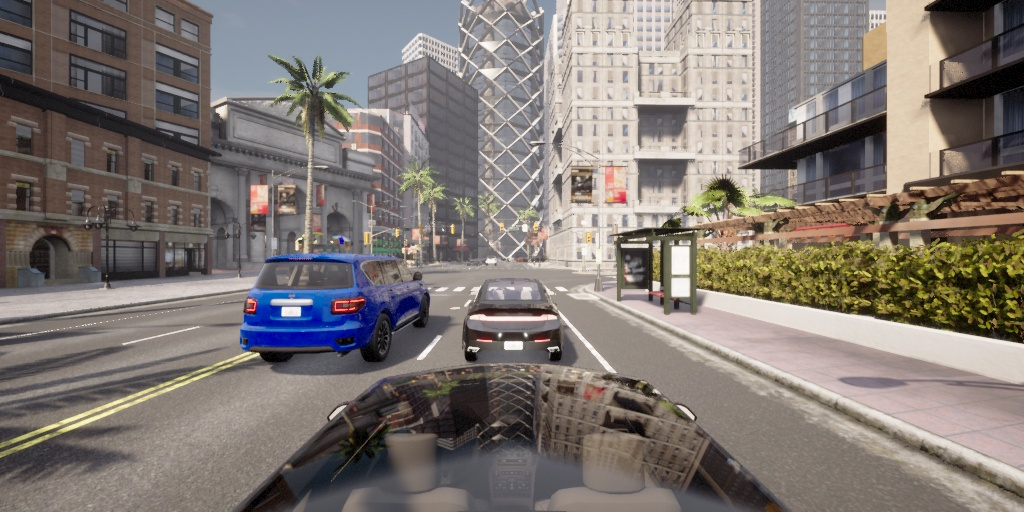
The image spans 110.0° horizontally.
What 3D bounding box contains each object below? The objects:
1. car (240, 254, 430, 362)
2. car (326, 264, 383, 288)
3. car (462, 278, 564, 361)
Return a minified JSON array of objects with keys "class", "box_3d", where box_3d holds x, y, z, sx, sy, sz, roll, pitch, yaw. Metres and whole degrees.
[{"class":"car","box_3d":[-3.487,0.971,8.333,2.150,2.045,5.566,0,0,0]},{"class":"car","box_3d":[-10.626,1.314,24.608,1.994,1.385,4.181,0,0,2]},{"class":"car","box_3d":[0.014,1.242,8.246,2.128,1.511,4.902,0,0,0]}]
